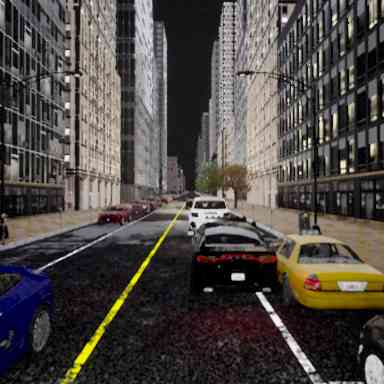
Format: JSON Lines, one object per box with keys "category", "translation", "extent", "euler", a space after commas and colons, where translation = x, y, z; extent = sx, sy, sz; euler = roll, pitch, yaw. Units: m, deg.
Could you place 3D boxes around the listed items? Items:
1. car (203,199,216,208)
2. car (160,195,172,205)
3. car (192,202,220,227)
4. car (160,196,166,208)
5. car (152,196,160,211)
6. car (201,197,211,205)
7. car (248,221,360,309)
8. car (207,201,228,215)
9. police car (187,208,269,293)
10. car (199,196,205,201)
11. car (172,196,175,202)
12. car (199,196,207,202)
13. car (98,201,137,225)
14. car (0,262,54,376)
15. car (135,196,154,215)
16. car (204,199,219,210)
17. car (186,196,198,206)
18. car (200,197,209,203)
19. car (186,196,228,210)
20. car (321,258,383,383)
{"category": "car", "translation": [2.740, 1.771, 53.137], "extent": [1.802, 1.307, 4.206], "euler": [1, 0, 0]}
{"category": "car", "translation": [-5.628, 1.531, 64.512], "extent": [2.192, 1.841, 5.009], "euler": [1, 0, 0]}
{"category": "car", "translation": [0.920, 1.579, 24.977], "extent": [1.882, 1.535, 5.008], "euler": [0, 0, 0]}
{"category": "car", "translation": [-5.641, 1.771, 53.159], "extent": [1.802, 1.307, 4.206], "euler": [1, 0, 0]}
{"category": "car", "translation": [-5.648, 1.472, 41.810], "extent": [2.192, 1.841, 5.009], "euler": [0, 0, 0]}
{"category": "car", "translation": [2.750, 1.742, 64.658], "extent": [1.752, 1.417, 4.829], "euler": [1, 0, 0]}
{"category": "car", "translation": [2.702, 1.561, 7.910], "extent": [1.752, 1.417, 4.829], "euler": [0, 0, 0]}
{"category": "car", "translation": [2.726, 1.705, 36.114], "extent": [1.947, 1.339, 4.313], "euler": [0, 0, 0]}
{"category": "police car", "translation": [0.907, 1.465, 9.087], "extent": [1.930, 1.638, 5.238], "euler": [0, 0, 0]}
{"category": "car", "translation": [2.774, 1.847, 92.860], "extent": [1.802, 1.307, 4.206], "euler": [1, 0, 0]}
{"category": "car", "translation": [-5.620, 1.678, 75.862], "extent": [1.967, 1.590, 4.097], "euler": [1, 0, 0]}
{"category": "car", "translation": [2.769, 1.802, 87.187], "extent": [1.887, 1.381, 4.507], "euler": [1, 0, 0]}
{"category": "car", "translation": [-5.664, 1.645, 24.781], "extent": [1.887, 1.381, 4.507], "euler": [0, 0, 0]}
{"category": "car", "translation": [-2.998, 1.541, 3.352], "extent": [1.812, 1.442, 4.674], "euler": [0, 0, 0]}
{"category": "car", "translation": [-5.654, 1.579, 36.134], "extent": [1.967, 1.590, 4.097], "euler": [0, 0, 0]}
{"category": "car", "translation": [2.735, 1.755, 47.463], "extent": [1.802, 1.307, 4.206], "euler": [1, 0, 0]}
{"category": "car", "translation": [0.049, 1.557, 59.431], "extent": [2.097, 1.767, 4.553], "euler": [0, 0, 0]}
{"category": "car", "translation": [2.759, 1.804, 75.837], "extent": [1.947, 1.339, 4.313], "euler": [1, 0, 0]}
{"category": "car", "translation": [0.915, 1.304, 19.008], "extent": [2.150, 2.045, 5.566], "euler": [0, 0, 0]}
{"category": "car", "translation": [2.697, 1.561, 2.064], "extent": [2.008, 1.369, 4.403], "euler": [0, 0, 0]}
